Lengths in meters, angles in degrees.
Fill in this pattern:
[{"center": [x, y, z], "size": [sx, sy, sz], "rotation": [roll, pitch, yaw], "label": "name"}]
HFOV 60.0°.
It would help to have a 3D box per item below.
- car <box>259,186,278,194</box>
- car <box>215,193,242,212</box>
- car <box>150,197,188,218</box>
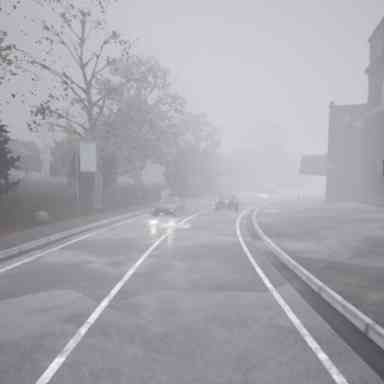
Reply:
[{"center": [14.589, -0.369, 63.217], "size": [2.033, 1.411, 5.357], "rotation": [5, 5, 36], "label": "car"}, {"center": [3.539, 0.829, 31.303], "size": [2.097, 1.767, 4.553], "rotation": [2, 2, 14], "label": "car"}, {"center": [-1.607, 1.094, 25.795], "size": [2.033, 1.411, 5.357], "rotation": [1, 2, 11], "label": "car"}]
